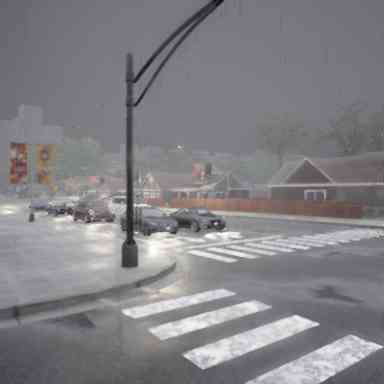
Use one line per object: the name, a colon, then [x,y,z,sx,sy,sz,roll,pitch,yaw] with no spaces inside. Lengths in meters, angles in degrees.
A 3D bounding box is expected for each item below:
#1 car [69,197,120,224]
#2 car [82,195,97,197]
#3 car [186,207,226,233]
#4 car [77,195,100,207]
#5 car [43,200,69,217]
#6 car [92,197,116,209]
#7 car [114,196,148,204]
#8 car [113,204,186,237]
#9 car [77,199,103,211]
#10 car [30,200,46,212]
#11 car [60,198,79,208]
car: [-7.802,1.496,26.307,2.097,1.767,4.553,0,0,-36]
car: [-11.076,1.553,36.534,2.097,1.767,4.553,0,0,-35]
car: [0.217,1.647,20.632,1.994,1.385,4.181,0,0,-36]
car: [-17.964,1.535,57.592,2.150,2.045,5.566,0,0,-35]
car: [-13.623,1.806,34.502,1.895,1.301,4.718,0,0,-35]
car: [-13.660,1.624,51.627,2.097,1.767,4.553,0,0,-35]
car: [-5.207,1.362,28.264,2.150,2.045,5.566,0,0,-35]
car: [-2.557,1.614,18.929,1.812,1.442,4.674,0,0,-35]
car: [-14.596,1.751,47.312,2.128,1.511,4.902,0,0,-35]
car: [-19.463,1.741,42.792,1.882,1.535,5.008,0,0,-35]
car: [-20.594,1.843,55.682,1.812,1.442,4.674,0,0,-35]
